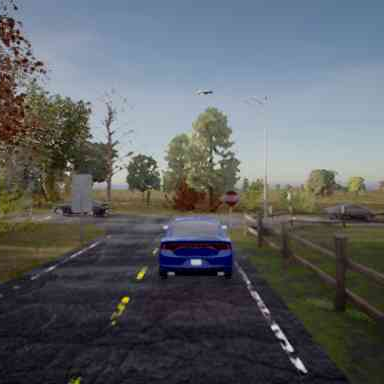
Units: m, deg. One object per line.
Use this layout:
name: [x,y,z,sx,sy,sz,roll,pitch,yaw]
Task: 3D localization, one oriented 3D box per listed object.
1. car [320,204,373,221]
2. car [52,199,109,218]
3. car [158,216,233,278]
car: [13.475,1.721,29.055,4.181,1.385,1.994,1,1,0]
car: [-9.588,1.343,28.638,4.892,1.490,1.837,1,-1,12]
car: [0.097,1.467,10.129,1.882,1.535,5.008,0,0,0]
